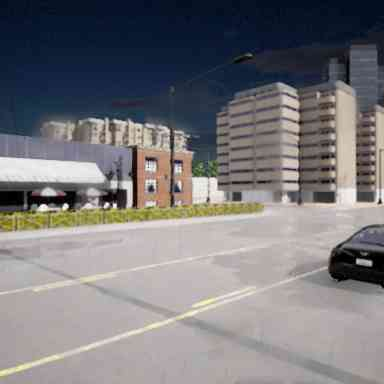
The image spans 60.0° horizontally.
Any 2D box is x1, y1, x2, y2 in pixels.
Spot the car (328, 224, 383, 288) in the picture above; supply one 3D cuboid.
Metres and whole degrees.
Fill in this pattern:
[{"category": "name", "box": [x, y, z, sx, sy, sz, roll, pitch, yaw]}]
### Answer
[{"category": "car", "box": [5.349, 1.549, 8.799, 4.181, 1.385, 1.994, 0, 0, -42]}]
